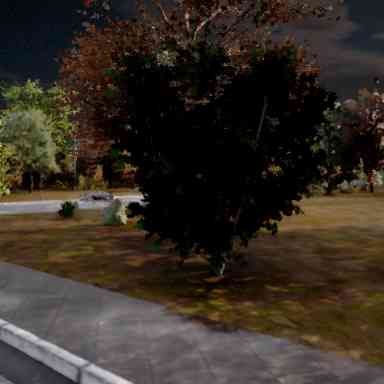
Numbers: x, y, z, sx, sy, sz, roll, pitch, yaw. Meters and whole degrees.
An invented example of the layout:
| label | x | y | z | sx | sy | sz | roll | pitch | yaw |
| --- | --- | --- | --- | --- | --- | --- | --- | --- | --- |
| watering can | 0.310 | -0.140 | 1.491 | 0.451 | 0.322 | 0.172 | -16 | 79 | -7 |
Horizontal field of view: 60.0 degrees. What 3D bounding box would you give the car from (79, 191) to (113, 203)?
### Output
| label | x | y | z | sx | sy | sz | roll | pitch | yaw |
| --- | --- | --- | --- | --- | --- | --- | --- | --- | --- |
| car | -13.404 | 0.625 | 46.463 | 2.128 | 1.511 | 4.902 | 1 | 3 | 39 |
